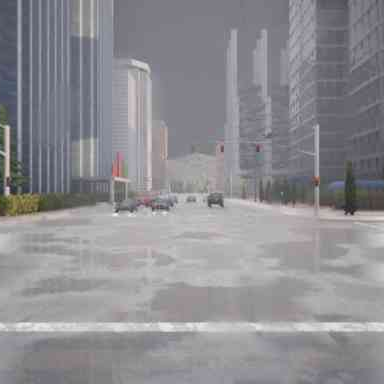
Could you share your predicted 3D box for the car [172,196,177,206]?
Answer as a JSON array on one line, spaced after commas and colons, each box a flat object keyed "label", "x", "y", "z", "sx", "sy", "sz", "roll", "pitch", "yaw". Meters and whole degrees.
[{"label": "car", "x": -3.684, "y": 1.563, "z": 49.783, "sx": 1.895, "sy": 1.301, "sz": 4.718, "roll": 0, "pitch": 0, "yaw": 0}]

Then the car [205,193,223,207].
[{"label": "car", "x": 3.487, "y": 1.183, "z": 50.281, "sx": 2.150, "sy": 2.045, "sz": 5.566, "roll": 0, "pitch": 0, "yaw": 0}]

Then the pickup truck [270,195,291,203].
[{"label": "pickup truck", "x": 16.483, "y": 1.012, "z": 61.667, "sx": 2.390, "sy": 2.098, "sz": 6.274, "roll": 0, "pitch": 0, "yaw": 30}]

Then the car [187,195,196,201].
[{"label": "car", "x": -0.171, "y": 1.361, "z": 76.213, "sx": 1.895, "sy": 1.301, "sz": 4.718, "roll": 0, "pitch": 0, "yaw": 0}]

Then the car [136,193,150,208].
[{"label": "car", "x": -7.187, "y": 1.187, "z": 48.113, "sx": 2.150, "sy": 2.045, "sz": 5.566, "roll": 0, "pitch": 0, "yaw": 0}]

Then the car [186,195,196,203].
[{"label": "car", "x": -0.147, "y": 1.441, "z": 65.892, "sx": 2.128, "sy": 1.511, "sz": 4.902, "roll": 0, "pitch": 0, "yaw": 0}]

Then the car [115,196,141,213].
[{"label": "car", "x": -7.171, "y": 1.477, "z": 36.734, "sx": 1.837, "sy": 1.490, "sz": 4.892, "roll": 0, "pitch": 0, "yaw": 0}]

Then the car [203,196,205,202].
[{"label": "car", "x": 3.336, "y": 1.539, "z": 73.511, "sx": 1.895, "sy": 1.301, "sz": 4.718, "roll": 0, "pitch": 0, "yaw": 0}]

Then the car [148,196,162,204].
[{"label": "car", "x": -7.176, "y": 1.498, "z": 64.490, "sx": 2.033, "sy": 1.411, "sz": 5.357, "roll": 0, "pitch": 0, "yaw": 0}]

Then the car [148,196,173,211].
[{"label": "car", "x": -3.670, "y": 1.534, "z": 39.776, "sx": 1.994, "sy": 1.385, "sz": 4.181, "roll": 0, "pitch": 0, "yaw": 0}]
